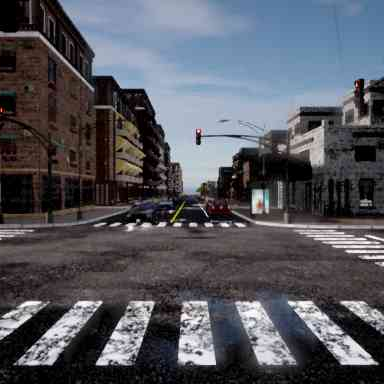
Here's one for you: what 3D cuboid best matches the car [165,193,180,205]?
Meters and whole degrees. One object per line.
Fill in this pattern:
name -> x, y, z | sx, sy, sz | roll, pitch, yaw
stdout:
car -> -3.178, 1.250, 57.377 | 2.150, 2.045, 5.566 | 0, 0, 0

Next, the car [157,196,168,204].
car -> -5.822, 1.565, 65.807 | 1.752, 1.417, 4.829 | 0, 0, 0

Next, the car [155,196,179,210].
car -> -3.179, 1.562, 42.527 | 2.033, 1.411, 5.357 | 0, 0, 0

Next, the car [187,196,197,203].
car -> -0.045, 1.593, 70.279 | 2.033, 1.411, 5.357 | 0, 0, 0

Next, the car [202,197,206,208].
car -> 2.602, 1.597, 43.219 | 1.802, 1.307, 4.206 | 0, 0, 0

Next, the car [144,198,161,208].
car -> -5.789, 1.571, 48.888 | 2.008, 1.369, 4.403 | 0, 0, 0

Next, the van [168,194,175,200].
van -> -5.879, 1.430, 94.460 | 1.690, 1.788, 3.998 | -1, 0, 0

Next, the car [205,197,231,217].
car -> 2.623, 1.446, 31.825 | 1.967, 1.590, 4.097 | 0, 0, 0

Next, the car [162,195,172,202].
car -> -5.846, 1.497, 77.370 | 1.967, 1.590, 4.097 | 0, 0, 0

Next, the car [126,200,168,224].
car -> -3.408, 1.545, 25.032 | 2.033, 1.411, 5.357 | 0, 0, 4

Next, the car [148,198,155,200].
car -> -5.767, 1.561, 37.494 | 2.008, 1.369, 4.403 | 0, 0, 0

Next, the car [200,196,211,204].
car -> 2.559, 1.591, 66.006 | 2.008, 1.369, 4.403 | -1, 0, 0

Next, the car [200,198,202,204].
car -> 2.591, 1.571, 48.916 | 2.008, 1.369, 4.403 | 0, 0, 0
